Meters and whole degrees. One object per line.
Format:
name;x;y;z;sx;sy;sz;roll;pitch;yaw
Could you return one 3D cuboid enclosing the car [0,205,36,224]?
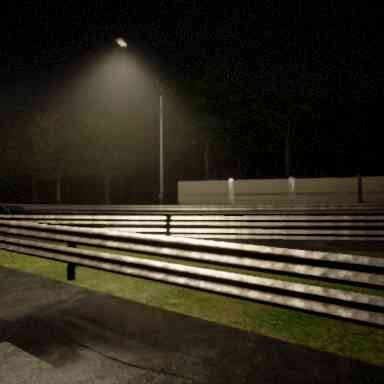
car;-12.666;1.636;21.855;4.892;1.490;1.837;0;0;11
